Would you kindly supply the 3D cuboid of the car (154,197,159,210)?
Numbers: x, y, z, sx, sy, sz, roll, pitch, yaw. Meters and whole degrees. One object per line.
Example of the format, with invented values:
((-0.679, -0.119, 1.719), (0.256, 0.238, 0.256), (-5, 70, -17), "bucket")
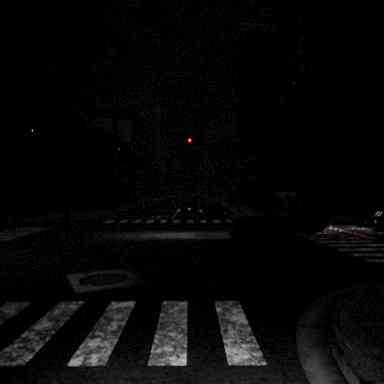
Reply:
((-5.675, 1.487, 41.639), (1.967, 1.590, 4.097), (0, 0, 0), "car")

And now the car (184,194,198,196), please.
((-0.158, 1.644, 64.914), (2.033, 1.411, 5.357), (0, 0, 0), "car")

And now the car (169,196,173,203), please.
((-5.636, 1.548, 69.193), (1.967, 1.590, 4.097), (0, 0, 0), "car")

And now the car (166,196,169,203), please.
((-5.651, 1.630, 58.171), (2.008, 1.369, 4.403), (0, 0, 0), "car")

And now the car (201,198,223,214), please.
((2.343, 1.604, 36.116), (1.947, 1.339, 4.313), (0, 0, 0), "car")

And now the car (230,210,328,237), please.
((4.400, 1.586, 17.354), (4.718, 1.301, 1.895), (0, 0, 0), "car")

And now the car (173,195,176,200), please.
((-5.621, 1.690, 80.214), (2.008, 1.369, 4.403), (0, 0, 0), "car")

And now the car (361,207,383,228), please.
((13.004, 1.303, 20.633), (4.553, 1.767, 2.097), (0, 0, 0), "car")

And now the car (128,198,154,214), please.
((-5.682, 1.478, 36.128), (1.967, 1.590, 4.097), (0, 0, 0), "car")

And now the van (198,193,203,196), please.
((2.373, 1.421, 58.160), (1.690, 1.788, 3.998), (0, 0, 0), "van")

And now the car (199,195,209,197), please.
((2.365, 1.633, 52.649), (1.947, 1.339, 4.313), (0, 0, 0), "car")

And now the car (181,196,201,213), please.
((-0.247, 1.545, 37.710), (1.837, 1.490, 4.892), (0, 0, 1), "car")

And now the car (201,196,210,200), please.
((2.358, 1.638, 47.139), (1.802, 1.307, 4.206), (0, 0, 0), "car")

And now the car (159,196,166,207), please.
((-5.659, 1.650, 52.660), (1.802, 1.307, 4.206), (0, 0, 0), "car")
